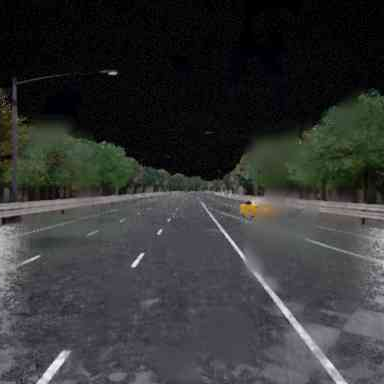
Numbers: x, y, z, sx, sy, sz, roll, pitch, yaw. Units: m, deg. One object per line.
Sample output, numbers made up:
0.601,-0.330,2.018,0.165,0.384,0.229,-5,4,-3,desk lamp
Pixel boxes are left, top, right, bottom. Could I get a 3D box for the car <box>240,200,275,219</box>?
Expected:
5.423,1.373,28.137,1.882,1.535,5.008,0,0,-6,car
